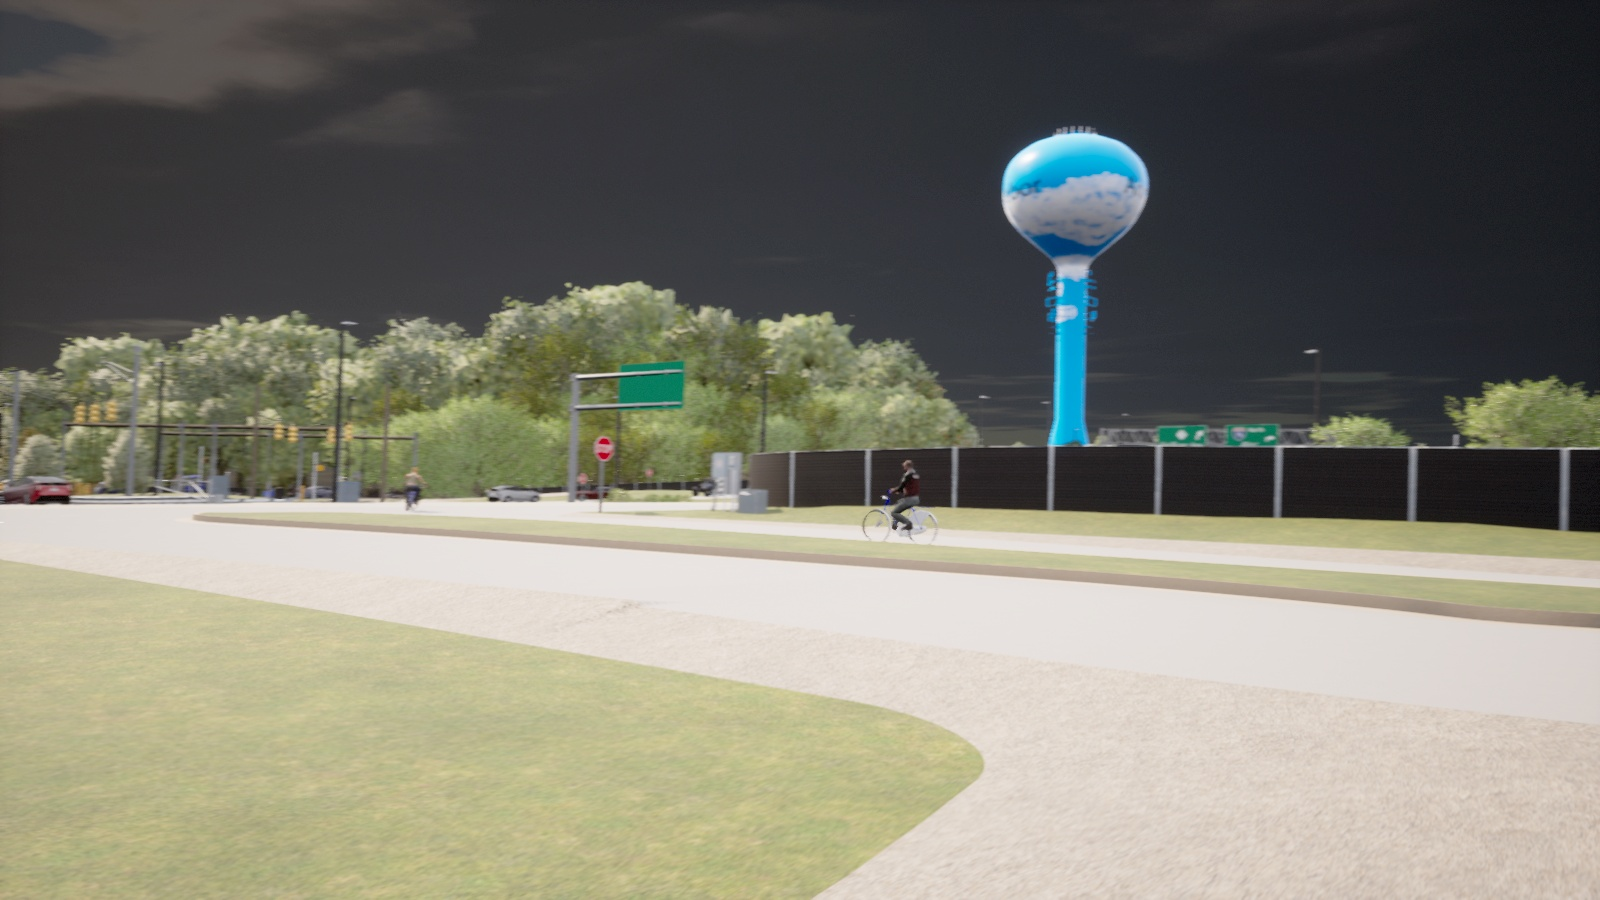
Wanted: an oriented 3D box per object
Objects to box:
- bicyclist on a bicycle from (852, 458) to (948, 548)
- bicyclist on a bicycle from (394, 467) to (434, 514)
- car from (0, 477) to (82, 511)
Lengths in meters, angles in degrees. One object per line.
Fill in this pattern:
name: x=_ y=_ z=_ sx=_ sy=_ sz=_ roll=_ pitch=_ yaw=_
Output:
bicyclist on a bicycle: x=2.056 y=1.076 z=25.957 sx=1.843 sy=1.776 sz=0.659 roll=1 pitch=-2 yaw=38
bicyclist on a bicycle: x=-13.963 y=1.458 z=45.516 sx=0.866 sy=1.612 sz=1.509 roll=6 pitch=-2 yaw=-2
car: x=-36.506 y=2.135 z=60.286 sx=4.514 sy=1.525 sz=2.007 roll=-3 pitch=-3 yaw=38
